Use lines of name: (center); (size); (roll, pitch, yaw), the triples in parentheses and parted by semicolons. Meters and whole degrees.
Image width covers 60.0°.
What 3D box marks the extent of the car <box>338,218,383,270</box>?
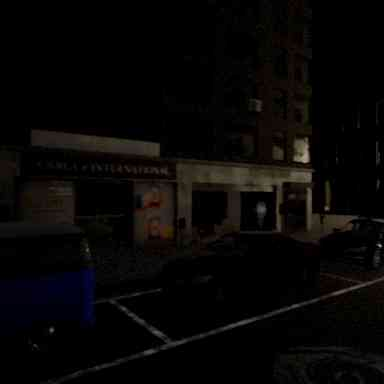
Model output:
car: (5.912, 1.556, 10.969); (4.403, 1.369, 2.008); (0, 1, -35)

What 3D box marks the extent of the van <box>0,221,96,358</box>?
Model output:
van: (-3.326, 1.341, 4.382); (3.998, 1.788, 1.690); (0, 1, -35)

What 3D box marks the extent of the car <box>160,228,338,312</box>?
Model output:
car: (1.292, 1.585, 7.676); (4.206, 1.307, 1.802); (0, 1, -35)
